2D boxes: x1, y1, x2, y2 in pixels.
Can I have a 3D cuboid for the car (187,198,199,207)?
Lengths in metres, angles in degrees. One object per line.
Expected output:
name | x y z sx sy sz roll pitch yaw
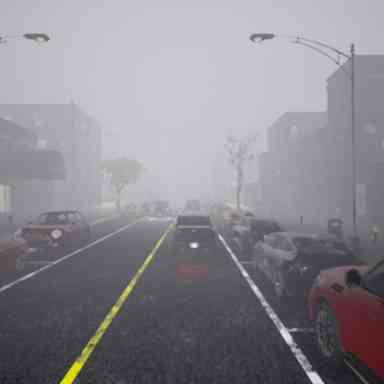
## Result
car | 0.107 1.934 61.230 2.128 1.511 4.902 0 0 0

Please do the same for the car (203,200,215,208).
car | 2.832 1.978 55.090 1.802 1.307 4.206 0 0 0

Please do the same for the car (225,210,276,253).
car | 2.699 1.664 13.861 1.947 1.339 4.313 0 0 0

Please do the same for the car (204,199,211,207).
car | 2.802 1.825 38.545 2.008 1.369 4.403 0 0 0

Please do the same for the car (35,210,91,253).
car | -5.680 1.538 13.864 1.967 1.590 4.097 1 0 0

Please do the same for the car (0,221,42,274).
car | -5.682 1.641 8.330 1.802 1.307 4.206 1 0 0

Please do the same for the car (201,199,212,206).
car | 2.833 2.008 64.092 1.887 1.381 4.507 0 0 0

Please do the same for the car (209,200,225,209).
car | 2.761 1.740 30.324 1.752 1.417 4.829 0 0 0

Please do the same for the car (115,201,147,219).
car | -5.749 1.752 31.937 1.752 1.417 4.829 1 0 0

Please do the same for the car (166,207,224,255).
car | 0.054 1.603 13.865 1.837 1.490 4.892 0 0 -1

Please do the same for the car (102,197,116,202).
car | -19.989 1.727 77.433 4.507 1.381 1.887 1 -2 0

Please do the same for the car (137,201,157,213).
car | -5.802 1.859 43.172 2.008 1.369 4.403 0 0 0

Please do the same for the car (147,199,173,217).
car | -3.051 1.593 34.108 2.097 1.767 4.553 0 0 0

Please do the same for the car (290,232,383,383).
car | 2.700 1.336 2.797 2.192 1.841 5.009 0 0 0

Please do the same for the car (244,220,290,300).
car | 2.698 1.625 8.328 1.947 1.339 4.313 0 0 0

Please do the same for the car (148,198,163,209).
car | -5.807 1.828 53.992 1.967 1.590 4.097 0 0 0

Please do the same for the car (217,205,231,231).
car | 2.707 1.680 19.088 1.887 1.381 4.507 0 0 0

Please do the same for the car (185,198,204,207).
car | 0.104 1.667 44.397 2.097 1.767 4.553 0 -1 0
